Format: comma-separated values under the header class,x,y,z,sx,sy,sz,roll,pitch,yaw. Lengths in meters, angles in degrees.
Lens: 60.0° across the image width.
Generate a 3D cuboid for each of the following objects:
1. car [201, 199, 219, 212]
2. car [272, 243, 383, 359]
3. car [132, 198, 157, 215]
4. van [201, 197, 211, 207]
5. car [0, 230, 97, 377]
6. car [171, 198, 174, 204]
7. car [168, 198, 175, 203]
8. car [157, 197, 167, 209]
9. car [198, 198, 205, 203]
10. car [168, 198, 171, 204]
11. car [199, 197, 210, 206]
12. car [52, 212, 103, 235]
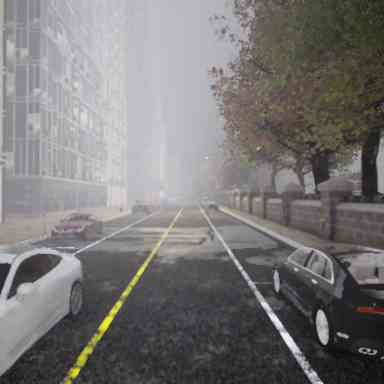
class,x,y,z,sx,sy,sz,roll,pitch,yaw
car,2.647,1.956,44.983,2.008,1.369,4.403,0,-1,0
car,2.690,1.606,6.066,2.008,1.369,4.403,0,-1,0
car,-5.871,1.679,39.679,2.192,1.841,5.009,0,-1,0
van,2.631,1.888,61.664,1.690,1.788,3.998,0,0,0
car,-3.004,1.573,4.797,1.812,1.442,4.674,0,0,0
car,-5.914,2.125,78.602,1.967,1.590,4.097,0,0,0
car,-5.797,2.330,95.111,1.752,1.417,4.829,0,0,0
car,-5.890,2.059,56.358,2.008,1.369,4.403,0,0,0
car,2.592,2.380,95.023,1.802,1.307,4.206,0,0,0
car,-5.902,2.165,67.479,1.947,1.339,4.313,0,0,0
car,2.636,1.941,56.104,1.967,1.590,4.097,0,0,0
car,-5.848,1.746,17.438,1.802,1.307,4.206,0,-1,0
